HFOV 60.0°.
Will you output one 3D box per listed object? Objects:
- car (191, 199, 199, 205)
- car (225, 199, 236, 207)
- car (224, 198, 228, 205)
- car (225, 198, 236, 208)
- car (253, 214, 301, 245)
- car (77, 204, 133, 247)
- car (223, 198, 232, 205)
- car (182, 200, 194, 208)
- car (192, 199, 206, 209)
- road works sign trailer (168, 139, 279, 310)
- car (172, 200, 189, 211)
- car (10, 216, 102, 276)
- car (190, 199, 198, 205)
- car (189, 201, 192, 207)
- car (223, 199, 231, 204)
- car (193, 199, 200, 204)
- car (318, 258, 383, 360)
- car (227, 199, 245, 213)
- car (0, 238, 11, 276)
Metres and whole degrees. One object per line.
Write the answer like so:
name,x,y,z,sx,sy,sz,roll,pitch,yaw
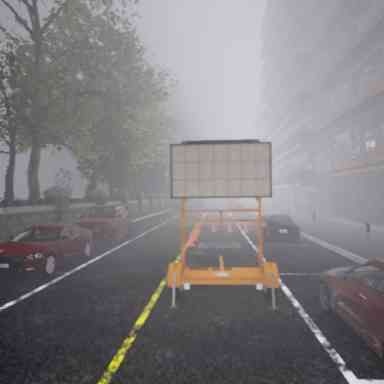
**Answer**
car,0.869,2.680,89.655,2.008,1.369,4.403,-1,-1,4
car,7.613,2.177,66.597,1.967,1.590,4.097,-1,-1,4
car,6.807,2.041,55.365,1.967,1.590,4.097,-1,-1,4
car,6.405,2.078,49.750,1.887,1.381,4.507,-1,-1,4
car,3.987,1.709,16.058,1.947,1.339,4.313,-1,-1,4
car,-4.374,1.570,16.659,2.192,1.841,5.009,-1,-1,4
car,8.822,2.386,83.443,1.967,1.590,4.097,-1,-1,4
car,-0.744,2.400,67.193,2.008,1.369,4.403,-1,-1,4
car,1.491,2.215,60.764,1.882,1.535,5.008,-1,-1,4
road works sign trailer,0.701,0.552,8.044,2.380,3.560,2.880,-1,-1,4
car,-1.955,2.086,50.349,1.967,1.590,4.097,-1,-1,4
car,-4.775,1.738,11.039,1.887,1.381,4.507,-1,-1,4
car,0.453,2.581,83.870,1.752,1.417,4.829,-1,-1,4
car,-1.552,2.154,55.963,1.967,1.590,4.097,-1,-1,4
car,9.227,2.582,89.057,1.947,1.339,4.313,-1,-1,4
car,1.259,2.724,95.101,1.752,1.417,4.829,-1,-1,4
car,3.181,1.601,4.825,1.802,1.307,4.206,-1,-1,4
car,6.002,2.011,44.134,1.887,1.381,4.507,-1,-1,4
car,-5.177,1.713,5.423,1.802,1.307,4.206,-1,-1,4
